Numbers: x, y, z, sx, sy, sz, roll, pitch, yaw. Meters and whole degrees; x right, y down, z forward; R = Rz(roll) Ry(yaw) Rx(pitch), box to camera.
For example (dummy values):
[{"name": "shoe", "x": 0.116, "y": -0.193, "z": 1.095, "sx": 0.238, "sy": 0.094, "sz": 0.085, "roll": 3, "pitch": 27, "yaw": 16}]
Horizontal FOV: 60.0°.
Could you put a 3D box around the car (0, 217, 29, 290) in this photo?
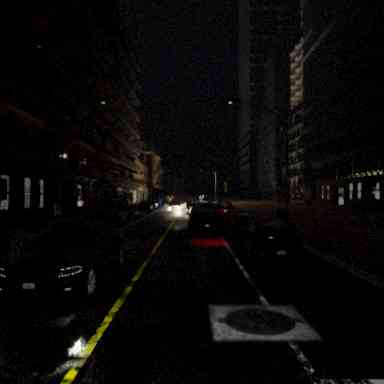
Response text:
[{"name": "car", "x": -5.671, "y": 1.347, "z": 6.661, "sx": 2.192, "sy": 1.841, "sz": 5.009, "roll": 1, "pitch": 0, "yaw": 0}]

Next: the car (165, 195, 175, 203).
[{"name": "car", "x": -5.637, "y": 1.723, "z": 84.635, "sx": 2.192, "sy": 1.841, "sz": 5.009, "roll": 1, "pitch": 0, "yaw": 0}]

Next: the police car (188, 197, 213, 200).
[{"name": "police car", "x": 0.847, "y": 1.564, "z": 29.579, "sx": 1.930, "sy": 1.638, "sz": 5.238, "roll": 0, "pitch": 0, "yaw": -1}]

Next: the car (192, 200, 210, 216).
[{"name": "car", "x": 0.916, "y": 1.672, "z": 35.481, "sx": 1.837, "sy": 1.490, "sz": 4.892, "roll": 0, "pitch": 0, "yaw": 0}]

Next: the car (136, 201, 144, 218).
[{"name": "car", "x": -5.666, "y": 1.681, "z": 28.938, "sx": 1.887, "sy": 1.381, "sz": 4.507, "roll": 1, "pitch": 0, "yaw": 0}]

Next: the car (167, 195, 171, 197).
[{"name": "car", "x": -5.648, "y": 1.876, "z": 67.924, "sx": 2.008, "sy": 1.369, "sz": 4.403, "roll": 1, "pitch": 0, "yaw": 0}]

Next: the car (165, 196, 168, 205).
[{"name": "car", "x": -5.653, "y": 1.796, "z": 56.616, "sx": 1.752, "sy": 1.417, "sz": 4.829, "roll": 1, "pitch": 0, "yaw": 0}]

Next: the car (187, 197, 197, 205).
[{"name": "car", "x": 0.031, "y": 1.801, "z": 66.893, "sx": 1.882, "sy": 1.535, "sz": 5.008, "roll": 0, "pitch": 0, "yaw": 0}]

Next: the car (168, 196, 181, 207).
[{"name": "car", "x": -2.979, "y": 1.879, "z": 58.251, "sx": 1.895, "sy": 1.301, "sz": 4.718, "roll": 0, "pitch": 0, "yaw": 0}]

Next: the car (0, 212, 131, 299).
[{"name": "car", "x": -3.097, "y": 1.519, "z": 8.808, "sx": 1.882, "sy": 1.535, "sz": 5.008, "roll": 0, "pitch": 0, "yaw": 0}]

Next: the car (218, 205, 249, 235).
[{"name": "car", "x": 2.710, "y": 1.634, "z": 17.793, "sx": 2.008, "sy": 1.369, "sz": 4.403, "roll": 1, "pitch": 0, "yaw": 0}]

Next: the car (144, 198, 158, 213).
[{"name": "car", "x": -5.661, "y": 1.756, "z": 40.077, "sx": 1.947, "sy": 1.339, "sz": 4.313, "roll": 1, "pitch": 0, "yaw": 0}]

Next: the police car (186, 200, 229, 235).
[{"name": "police car", "x": 0.694, "y": 1.517, "z": 19.578, "sx": 1.930, "sy": 1.638, "sz": 5.238, "roll": 0, "pitch": 0, "yaw": -2}]

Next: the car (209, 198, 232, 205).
[{"name": "car", "x": 2.716, "y": 1.576, "z": 28.933, "sx": 1.967, "sy": 1.590, "sz": 4.097, "roll": 1, "pitch": 0, "yaw": 0}]

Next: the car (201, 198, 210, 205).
[{"name": "car", "x": 2.732, "y": 1.906, "z": 67.919, "sx": 1.802, "sy": 1.307, "sz": 4.206, "roll": 1, "pitch": 0, "yaw": 0}]

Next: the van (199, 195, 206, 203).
[{"name": "van", "x": 2.742, "y": 1.748, "z": 84.631, "sx": 1.690, "sy": 1.788, "sz": 3.998, "roll": 1, "pitch": 0, "yaw": 0}]

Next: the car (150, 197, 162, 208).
[{"name": "car", "x": -5.658, "y": 1.768, "z": 45.646, "sx": 2.008, "sy": 1.369, "sz": 4.403, "roll": 1, "pitch": 0, "yaw": 0}]

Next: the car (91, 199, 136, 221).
[{"name": "car", "x": -5.664, "y": 1.426, "z": 23.369, "sx": 2.192, "sy": 1.841, "sz": 5.009, "roll": 1, "pitch": 0, "yaw": 0}]

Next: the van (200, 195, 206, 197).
[{"name": "van", "x": 2.730, "y": 1.611, "z": 56.783, "sx": 1.690, "sy": 1.788, "sz": 3.998, "roll": 1, "pitch": 0, "yaw": 0}]

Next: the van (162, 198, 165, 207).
[{"name": "van", "x": -5.652, "y": 1.585, "z": 51.218, "sx": 1.690, "sy": 1.788, "sz": 3.998, "roll": 1, "pitch": 0, "yaw": 0}]

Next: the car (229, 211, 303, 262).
[{"name": "car", "x": 2.707, "y": 1.608, "z": 12.225, "sx": 2.008, "sy": 1.369, "sz": 4.403, "roll": 1, "pitch": 0, "yaw": 0}]

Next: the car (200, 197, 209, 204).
[{"name": "car", "x": 2.735, "y": 1.878, "z": 73.659, "sx": 1.752, "sy": 1.417, "sz": 4.829, "roll": 1, "pitch": 0, "yaw": 0}]
